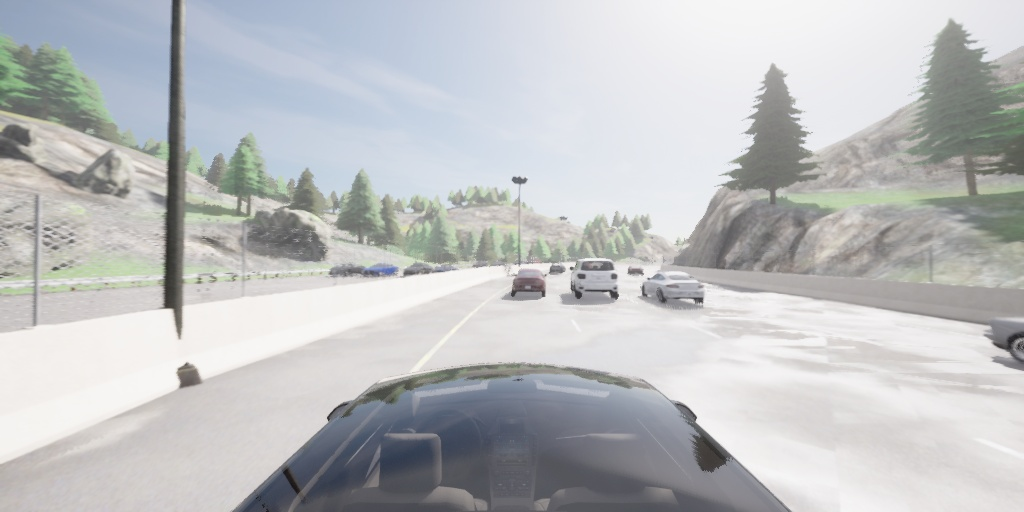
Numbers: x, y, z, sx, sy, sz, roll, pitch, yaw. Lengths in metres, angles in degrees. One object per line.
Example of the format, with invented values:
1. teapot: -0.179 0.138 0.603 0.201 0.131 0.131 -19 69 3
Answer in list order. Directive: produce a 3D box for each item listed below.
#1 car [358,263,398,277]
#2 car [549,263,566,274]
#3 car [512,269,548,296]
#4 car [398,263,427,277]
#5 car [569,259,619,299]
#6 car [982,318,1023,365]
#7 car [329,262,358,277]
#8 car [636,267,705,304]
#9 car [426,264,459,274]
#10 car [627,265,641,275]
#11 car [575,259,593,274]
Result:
1. car: -14.206 1.474 39.115 1.882 1.535 5.008 0 0 10
2. car: 6.569 1.748 51.325 2.128 1.511 4.902 0 -1 15
3. car: 1.036 1.458 20.615 1.812 1.442 4.674 0 0 6
4. car: -10.442 1.539 40.202 1.837 1.490 4.892 0 -1 11
5. car: 4.464 1.173 19.946 2.150 2.045 5.566 0 0 6
6. car: 10.653 1.459 5.231 1.895 1.301 4.718 0 -1 1
7. car: -17.771 1.461 39.055 2.128 1.511 4.902 0 0 10
8. car: 7.778 1.478 17.617 1.812 1.442 4.674 0 0 5
9. car: -7.163 1.606 38.673 1.994 1.385 4.181 0 -1 11
10. car: 16.922 1.911 49.355 1.895 1.301 4.718 0 -1 15
11. car: 10.962 1.536 54.185 2.150 2.045 5.566 0 0 16
